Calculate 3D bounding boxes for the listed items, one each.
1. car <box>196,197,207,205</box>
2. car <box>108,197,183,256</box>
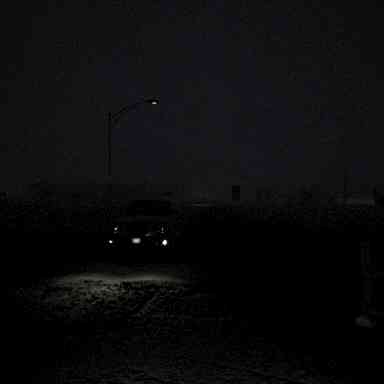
[{"bbox_3d":[1.931,1.615,63.447,2.033,1.411,5.357,0,0,4],"label":"car"},{"bbox_3d":[-1.627,1.234,13.609,2.150,2.045,5.566,0,0,4],"label":"car"}]
